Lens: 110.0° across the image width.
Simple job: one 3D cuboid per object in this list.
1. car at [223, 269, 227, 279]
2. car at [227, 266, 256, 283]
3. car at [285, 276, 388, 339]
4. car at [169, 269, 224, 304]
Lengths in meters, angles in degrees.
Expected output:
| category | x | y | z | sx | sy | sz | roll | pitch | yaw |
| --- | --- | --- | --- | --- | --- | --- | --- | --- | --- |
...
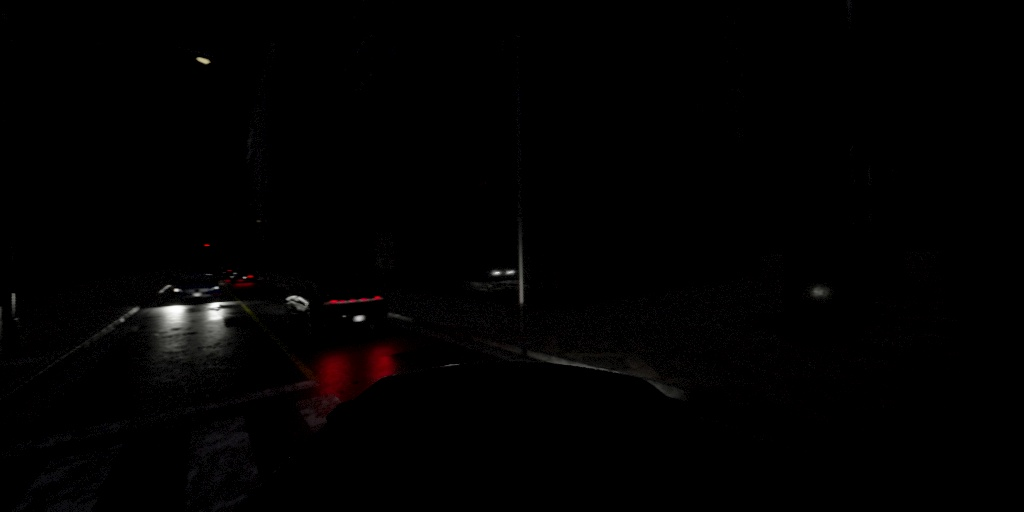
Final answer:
| category | x | y | z | sx | sy | sz | roll | pitch | yaw |
| --- | --- | --- | --- | --- | --- | --- | --- | --- | --- |
| car | -33.318 | 1.923 | 43.054 | 2.128 | 1.511 | 4.902 | -1 | 0 | -40 |
| car | -26.286 | 1.790 | 34.964 | 1.837 | 1.490 | 4.892 | -1 | -1 | -40 |
| car | -5.327 | 1.350 | 10.616 | 2.128 | 1.511 | 4.902 | -1 | 0 | -41 |
| car | -16.515 | 1.597 | 18.824 | 1.812 | 1.442 | 4.674 | -1 | 0 | -41 |
